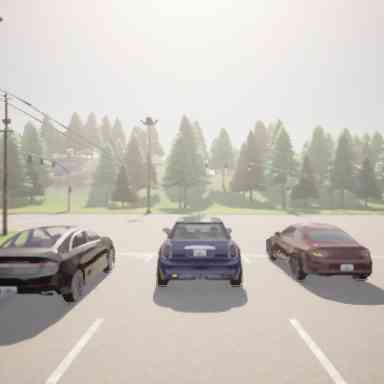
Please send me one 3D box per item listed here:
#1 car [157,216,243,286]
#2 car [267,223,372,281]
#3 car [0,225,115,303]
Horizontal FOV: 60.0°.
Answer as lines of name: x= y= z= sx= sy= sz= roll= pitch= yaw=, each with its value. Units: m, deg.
car: x=0.170 y=1.480 z=9.954 sx=2.097 sy=1.767 sz=4.553 roll=0 pitch=-1 yaw=0
car: x=3.654 y=1.665 z=10.229 sx=1.812 sy=1.442 sz=4.674 roll=0 pitch=-1 yaw=-1
car: x=-3.308 y=1.592 z=8.445 sx=2.128 sy=1.511 sz=4.902 roll=0 pitch=-1 yaw=0
